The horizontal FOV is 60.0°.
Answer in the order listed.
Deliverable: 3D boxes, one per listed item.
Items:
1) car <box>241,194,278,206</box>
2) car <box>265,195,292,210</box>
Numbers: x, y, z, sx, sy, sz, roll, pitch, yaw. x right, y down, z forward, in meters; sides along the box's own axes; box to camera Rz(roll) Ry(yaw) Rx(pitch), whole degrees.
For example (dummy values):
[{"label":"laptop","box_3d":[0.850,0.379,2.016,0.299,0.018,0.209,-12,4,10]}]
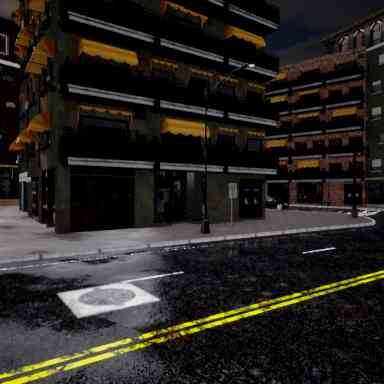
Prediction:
[{"label":"car","box_3d":[9.110,1.073,44.868,4.403,1.369,2.008,1,0,38]},{"label":"car","box_3d":[8.234,1.162,34.887,4.403,1.369,2.008,1,0,38]}]
